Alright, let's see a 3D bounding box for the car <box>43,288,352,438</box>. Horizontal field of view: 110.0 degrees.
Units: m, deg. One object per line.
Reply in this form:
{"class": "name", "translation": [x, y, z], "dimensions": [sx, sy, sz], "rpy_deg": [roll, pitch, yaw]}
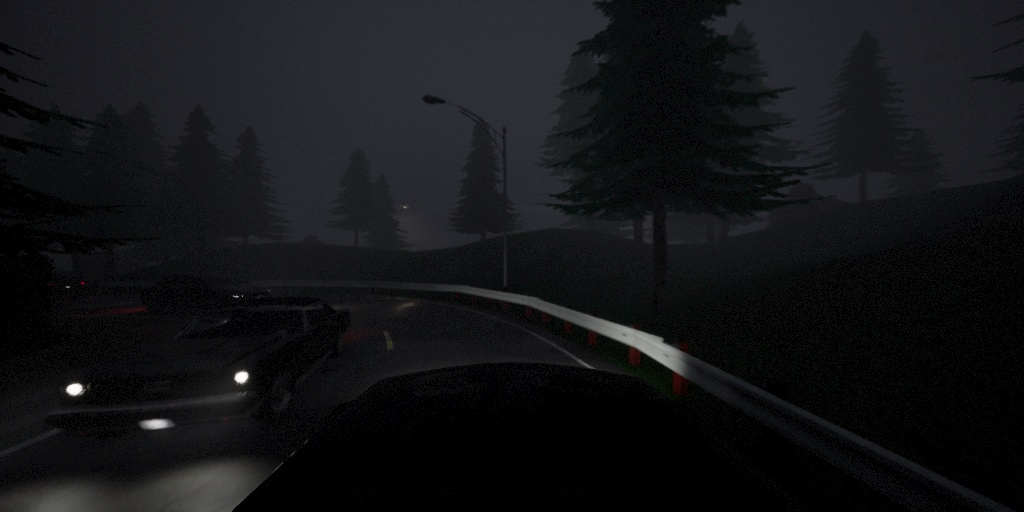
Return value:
{"class": "car", "translation": [-4.063, 1.396, 5.769], "dimensions": [1.895, 1.301, 4.718], "rpy_deg": [0, 0, -13]}

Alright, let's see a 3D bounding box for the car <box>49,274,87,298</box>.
{"class": "car", "translation": [-24.856, 1.582, 18.518], "dimensions": [4.181, 1.385, 1.994], "rpy_deg": [0, 0, 2]}

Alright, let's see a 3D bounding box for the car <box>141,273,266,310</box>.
{"class": "car", "translation": [-11.830, 1.397, 13.966], "dimensions": [4.892, 1.490, 1.837], "rpy_deg": [-1, 0, 12]}
